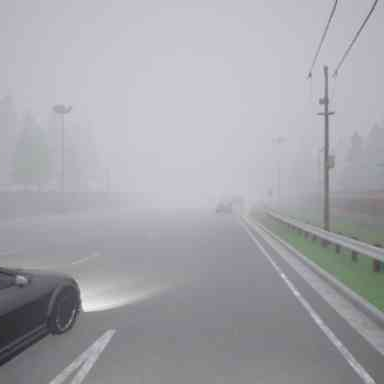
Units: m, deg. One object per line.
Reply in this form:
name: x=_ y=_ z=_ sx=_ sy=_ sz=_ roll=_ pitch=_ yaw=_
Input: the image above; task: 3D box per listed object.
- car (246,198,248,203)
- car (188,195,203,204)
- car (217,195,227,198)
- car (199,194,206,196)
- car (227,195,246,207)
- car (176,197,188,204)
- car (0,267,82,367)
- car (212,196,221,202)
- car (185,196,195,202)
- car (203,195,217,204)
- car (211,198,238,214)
car: x=13.244 y=2.122 z=85.730 sx=1.994 sy=1.385 sz=4.181 roll=0 pitch=0 yaw=12
car: x=0.972 y=2.082 z=78.089 sx=1.895 sy=1.301 sz=4.718 roll=0 pitch=0 yaw=12
car: x=7.749 y=1.714 z=76.286 sx=2.150 sy=2.045 sz=5.566 roll=0 pitch=0 yaw=12
car: x=2.969 y=1.618 z=87.895 sx=2.150 sy=2.045 sz=5.566 roll=0 pitch=0 yaw=12
car: x=8.148 y=1.619 z=60.209 sx=2.150 sy=2.045 sz=5.566 roll=0 pitch=0 yaw=12
car: x=-2.463 y=2.008 z=78.759 sx=1.812 sy=1.442 sz=4.674 roll=0 pitch=0 yaw=12
car: x=-3.231 y=1.585 z=4.334 sx=1.994 sy=1.385 sz=4.181 roll=0 pitch=0 yaw=12
car: x=6.392 y=1.896 z=87.165 sx=1.837 sy=1.490 sz=4.892 roll=0 pitch=0 yaw=12
car: x=-0.467 y=1.914 z=88.562 sx=1.812 sy=1.442 sz=4.674 roll=0 pitch=0 yaw=12
car: x=4.396 y=2.042 z=77.362 sx=1.994 sy=1.385 sz=4.181 roll=0 pitch=0 yaw=12
car: x=3.911 y=1.804 z=39.256 sx=2.033 sy=1.411 sz=5.357 roll=0 pitch=0 yaw=11
